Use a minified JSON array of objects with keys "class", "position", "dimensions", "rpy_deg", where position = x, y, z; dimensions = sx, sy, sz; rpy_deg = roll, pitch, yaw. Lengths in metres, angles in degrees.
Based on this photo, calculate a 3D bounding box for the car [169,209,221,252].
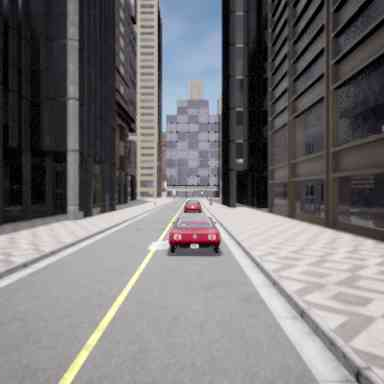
[{"class":"car","position":[0.098,1.616,13.927],"dimensions":[1.895,1.301,4.718],"rpy_deg":[0,0,0]}]

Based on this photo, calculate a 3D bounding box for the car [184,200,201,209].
[{"class":"car","position":[0.097,1.627,39.096],"dimensions":[1.994,1.385,4.181],"rpy_deg":[0,0,0]}]
